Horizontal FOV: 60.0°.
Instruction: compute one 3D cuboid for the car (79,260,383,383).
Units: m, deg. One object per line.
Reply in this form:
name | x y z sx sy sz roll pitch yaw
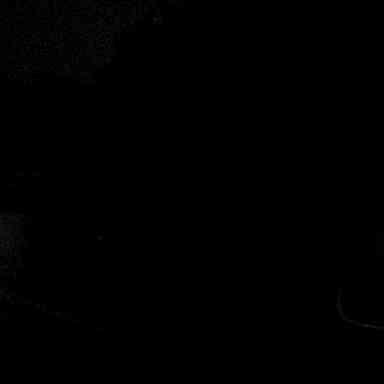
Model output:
car | 1.500 1.317 1.717 5.009 1.841 2.192 0 1 36
